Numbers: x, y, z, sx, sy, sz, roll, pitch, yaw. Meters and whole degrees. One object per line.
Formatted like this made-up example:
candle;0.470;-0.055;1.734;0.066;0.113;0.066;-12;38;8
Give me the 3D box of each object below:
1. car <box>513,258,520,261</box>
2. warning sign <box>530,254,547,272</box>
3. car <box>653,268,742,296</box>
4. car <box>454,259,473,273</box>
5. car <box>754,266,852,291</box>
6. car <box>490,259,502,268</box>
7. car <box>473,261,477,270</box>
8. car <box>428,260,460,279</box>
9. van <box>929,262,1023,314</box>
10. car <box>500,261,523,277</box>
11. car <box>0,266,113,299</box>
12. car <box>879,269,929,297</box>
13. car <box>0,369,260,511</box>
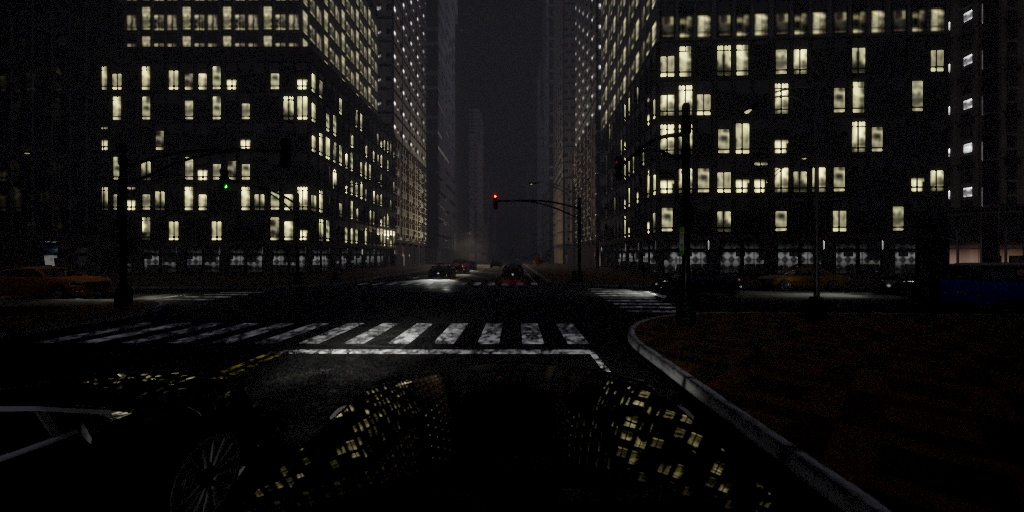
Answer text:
car;0.311;1.469;64.825;1.895;1.301;4.718;0;0;0
warning sign;3.042;0.912;41.376;1.300;1.860;1.060;0;0;0
car;9.783;1.331;19.156;4.181;1.385;1.994;0;0;6
car;-6.397;1.154;43.385;2.097;1.767;4.553;0;0;0
car;17.181;1.294;21.319;4.829;1.417;1.751;0;0;2
car;-2.847;1.369;63.817;1.837;1.490;4.892;0;0;0
car;-6.342;1.378;53.881;2.033;1.411;5.357;0;0;0
car;-6.446;1.345;33.388;1.994;1.385;4.181;0;0;0
van;18.412;1.120;13.141;3.998;1.789;1.690;0;0;2
car;0.154;1.386;35.304;1.895;1.301;4.718;0;0;1
car;-22.310;1.237;17.221;5.008;1.535;1.882;0;0;0
car;22.025;1.265;18.522;4.902;1.511;2.128;0;0;2
car;-3.155;1.241;1.188;2.128;1.511;4.902;0;0;0
